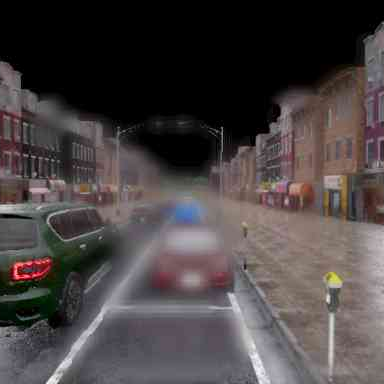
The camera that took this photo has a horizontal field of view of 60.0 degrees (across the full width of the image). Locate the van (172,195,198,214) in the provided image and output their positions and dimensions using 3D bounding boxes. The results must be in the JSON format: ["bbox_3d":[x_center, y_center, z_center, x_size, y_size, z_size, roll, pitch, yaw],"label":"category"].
[{"bbox_3d":[-0.403,1.331,25.542,1.690,1.788,3.998,-1,0,0],"label":"van"}]

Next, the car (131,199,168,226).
[{"bbox_3d":[-2.950,1.497,23.018,1.837,1.490,4.892,0,0,0],"label":"car"}]

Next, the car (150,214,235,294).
[{"bbox_3d":[0.003,1.522,8.652,1.812,1.442,4.674,0,0,0],"label":"car"}]

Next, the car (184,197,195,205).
[{"bbox_3d":[-0.397,1.562,58.737,1.802,1.307,4.206,-1,0,0],"label":"car"}]

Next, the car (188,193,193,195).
[{"bbox_3d":[-0.404,1.302,36.607,2.192,1.841,5.009,-1,0,0],"label":"car"}]

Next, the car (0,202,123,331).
[{"bbox_3d":[-3.020,1.221,7.078,2.150,2.045,5.566,0,0,0],"label":"car"}]

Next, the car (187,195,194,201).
[{"bbox_3d":[-0.398,1.541,86.399,1.947,1.339,4.313,-1,0,0],"label":"car"}]

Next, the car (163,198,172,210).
[{"bbox_3d":[-2.941,1.463,39.500,1.882,1.535,5.008,0,0,0],"label":"car"}]

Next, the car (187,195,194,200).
[{"bbox_3d":[-0.397,1.541,91.932,1.947,1.339,4.313,-1,0,0],"label":"car"}]
